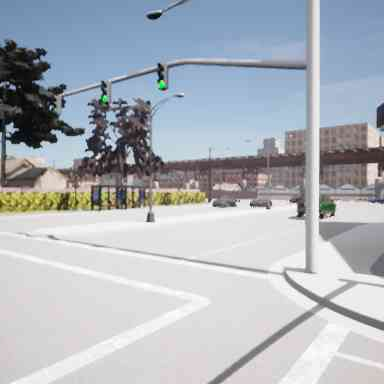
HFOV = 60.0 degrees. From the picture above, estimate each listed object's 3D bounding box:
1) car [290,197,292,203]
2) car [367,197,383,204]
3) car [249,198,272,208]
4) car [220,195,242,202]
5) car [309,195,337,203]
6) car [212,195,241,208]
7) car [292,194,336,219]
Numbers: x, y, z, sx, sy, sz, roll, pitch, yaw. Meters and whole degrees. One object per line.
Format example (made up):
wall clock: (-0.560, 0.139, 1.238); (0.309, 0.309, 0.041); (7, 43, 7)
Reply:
car: (20.773, 1.291, 62.048); (4.553, 1.767, 2.097); (0, 0, 37)
car: (34.855, 1.520, 60.468); (5.357, 1.411, 2.033); (0, 0, 36)
car: (9.726, 1.501, 47.087); (1.994, 1.385, 4.181); (0, 0, 36)
car: (8.385, 1.442, 71.269); (4.181, 1.385, 1.994); (0, 0, 36)
car: (27.608, 1.418, 70.144); (5.008, 1.535, 1.882); (0, 0, 36)
car: (4.512, 1.491, 45.852); (1.994, 1.385, 4.181); (0, 0, 36)
car: (10.949, 1.192, 29.090); (2.150, 2.045, 5.566); (0, 0, 36)
